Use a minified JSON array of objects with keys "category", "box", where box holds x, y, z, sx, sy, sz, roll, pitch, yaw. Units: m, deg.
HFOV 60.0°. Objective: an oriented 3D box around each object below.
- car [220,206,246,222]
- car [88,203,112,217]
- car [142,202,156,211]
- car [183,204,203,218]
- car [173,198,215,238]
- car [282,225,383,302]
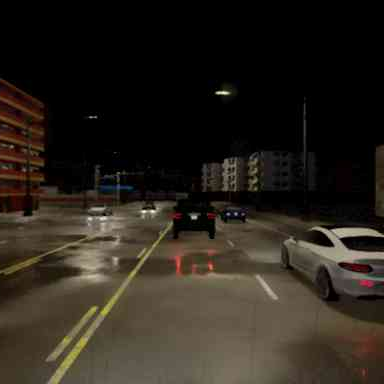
[{"category":"car","box":[3.606,1.924,29.864,2.033,1.411,5.357,0,-1,0]},{"category":"car","box":[-10.585,2.072,38.635,1.812,1.442,4.674,0,-1,0]},{"category":"car","box":[-6.997,2.329,54.675,1.812,1.442,4.674,0,-1,0]},{"category":"car","box":[0.105,2.064,36.298,1.994,1.385,4.181,0,-1,0]},{"category":"car","box":[0.103,1.381,18.732,2.150,2.045,5.566,0,-1,0]},{"category":"car","box":[3.601,1.532,8.124,1.812,1.442,4.674,0,0,0]}]
